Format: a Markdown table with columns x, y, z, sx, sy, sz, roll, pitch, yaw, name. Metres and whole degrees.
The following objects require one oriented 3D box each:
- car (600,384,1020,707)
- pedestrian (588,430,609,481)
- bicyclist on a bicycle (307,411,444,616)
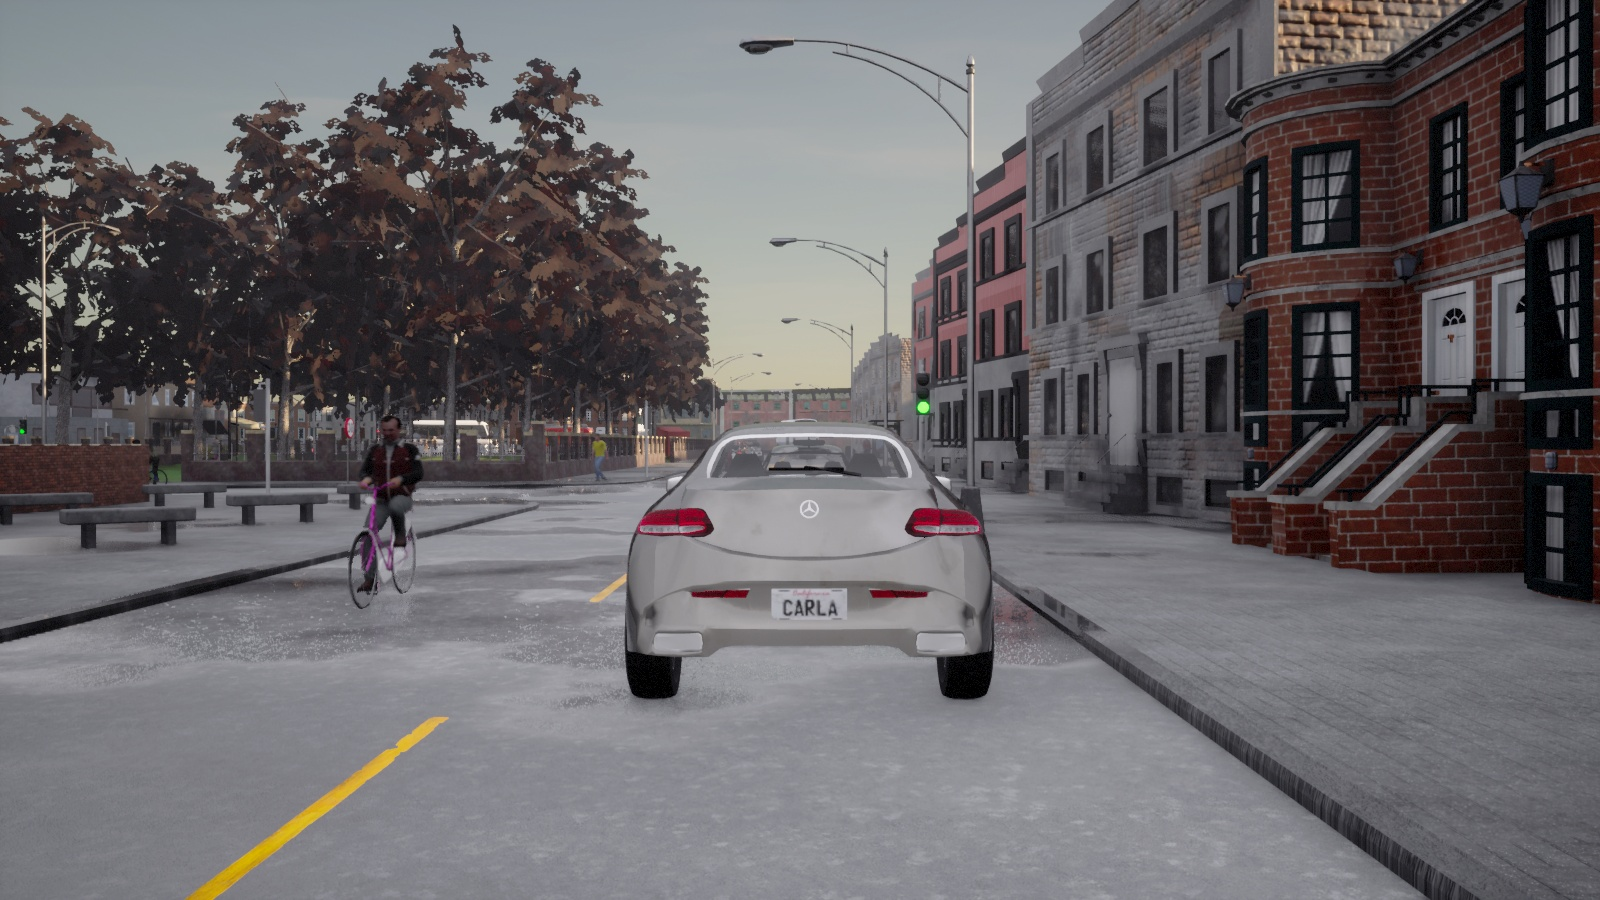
| x | y | z | sx | sy | sz | roll | pitch | yaw | name |
| --- | --- | --- | --- | --- | --- | --- | --- | --- | --- |
| 0.064 | 0.475 | 8.950 | 2.152 | 1.651 | 5.027 | 0 | 0 | 0 | car |
| -7.227 | 0.196 | 45.030 | 0.354 | 1.836 | 0.706 | 0 | 0 | 35 | pedestrian |
| -3.924 | 0.547 | 11.763 | 0.659 | 1.776 | 1.843 | 0 | 0 | 0 | bicyclist on a bicycle |
